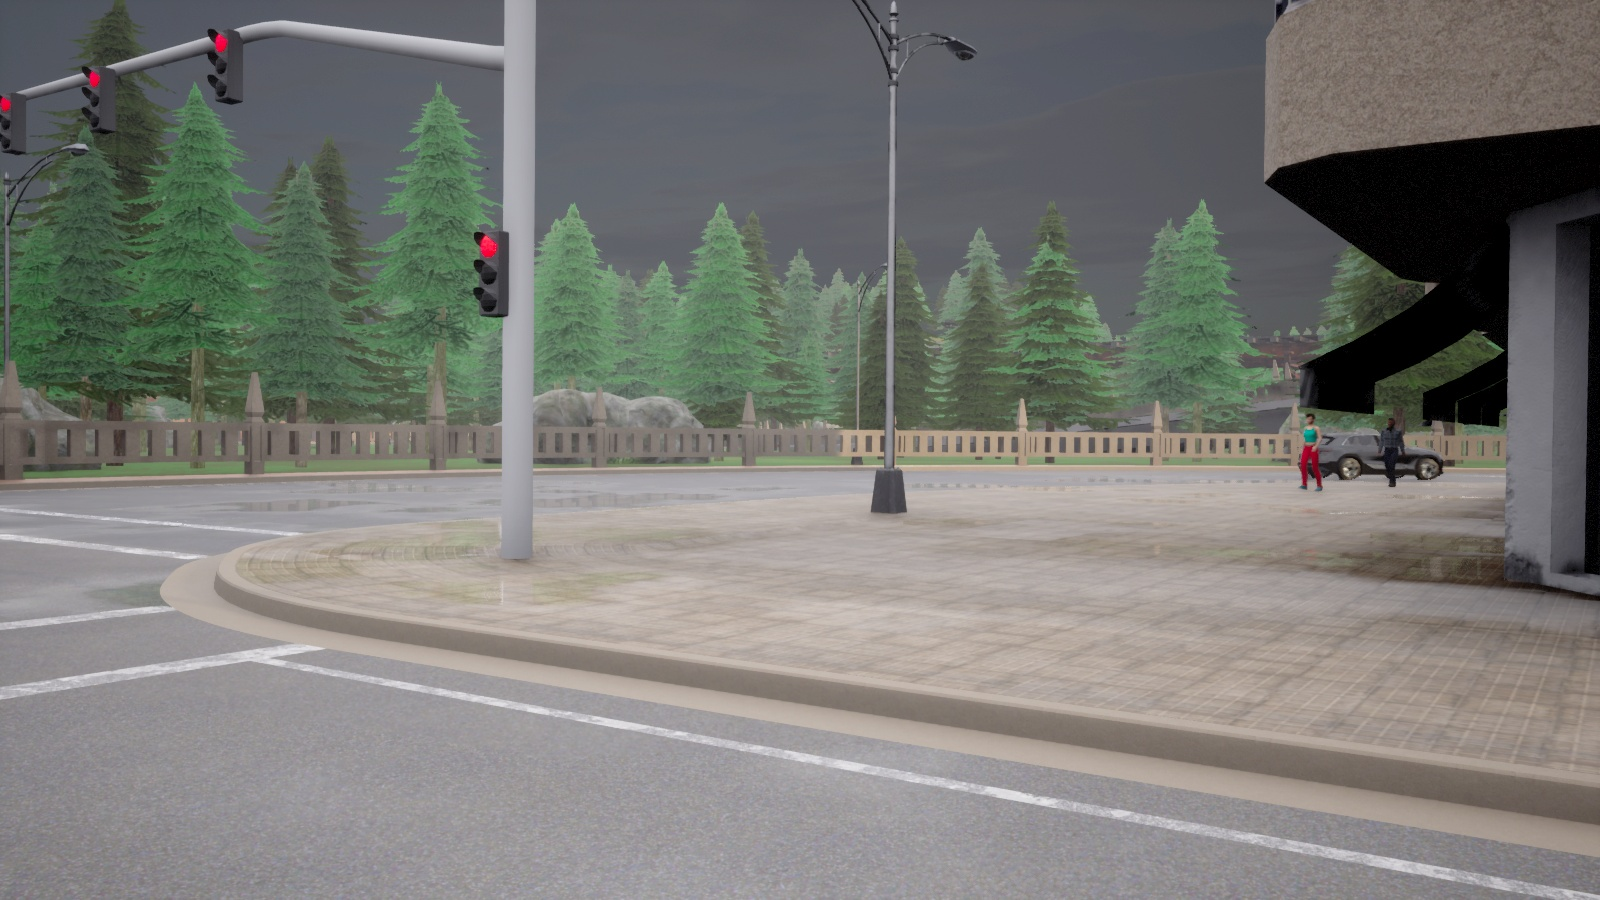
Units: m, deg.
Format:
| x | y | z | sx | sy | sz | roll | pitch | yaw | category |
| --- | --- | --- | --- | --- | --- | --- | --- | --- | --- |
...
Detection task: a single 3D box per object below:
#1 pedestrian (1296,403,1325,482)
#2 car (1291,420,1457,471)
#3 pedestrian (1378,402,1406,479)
| x | y | z | sx | sy | sz | roll | pitch | yaw | category |
| --- | --- | --- | --- | --- | --- | --- | --- | --- | --- |
| 11.977 | -0.181 | 29.456 | 0.594 | 1.836 | 0.345 | -1 | 1 | -29 | pedestrian |
| 19.545 | -0.156 | 42.839 | 4.856 | 1.649 | 2.033 | -1 | 1 | -10 | car |
| 15.198 | -0.251 | 32.255 | 0.423 | 1.949 | 0.788 | 0 | 1 | 43 | pedestrian |
